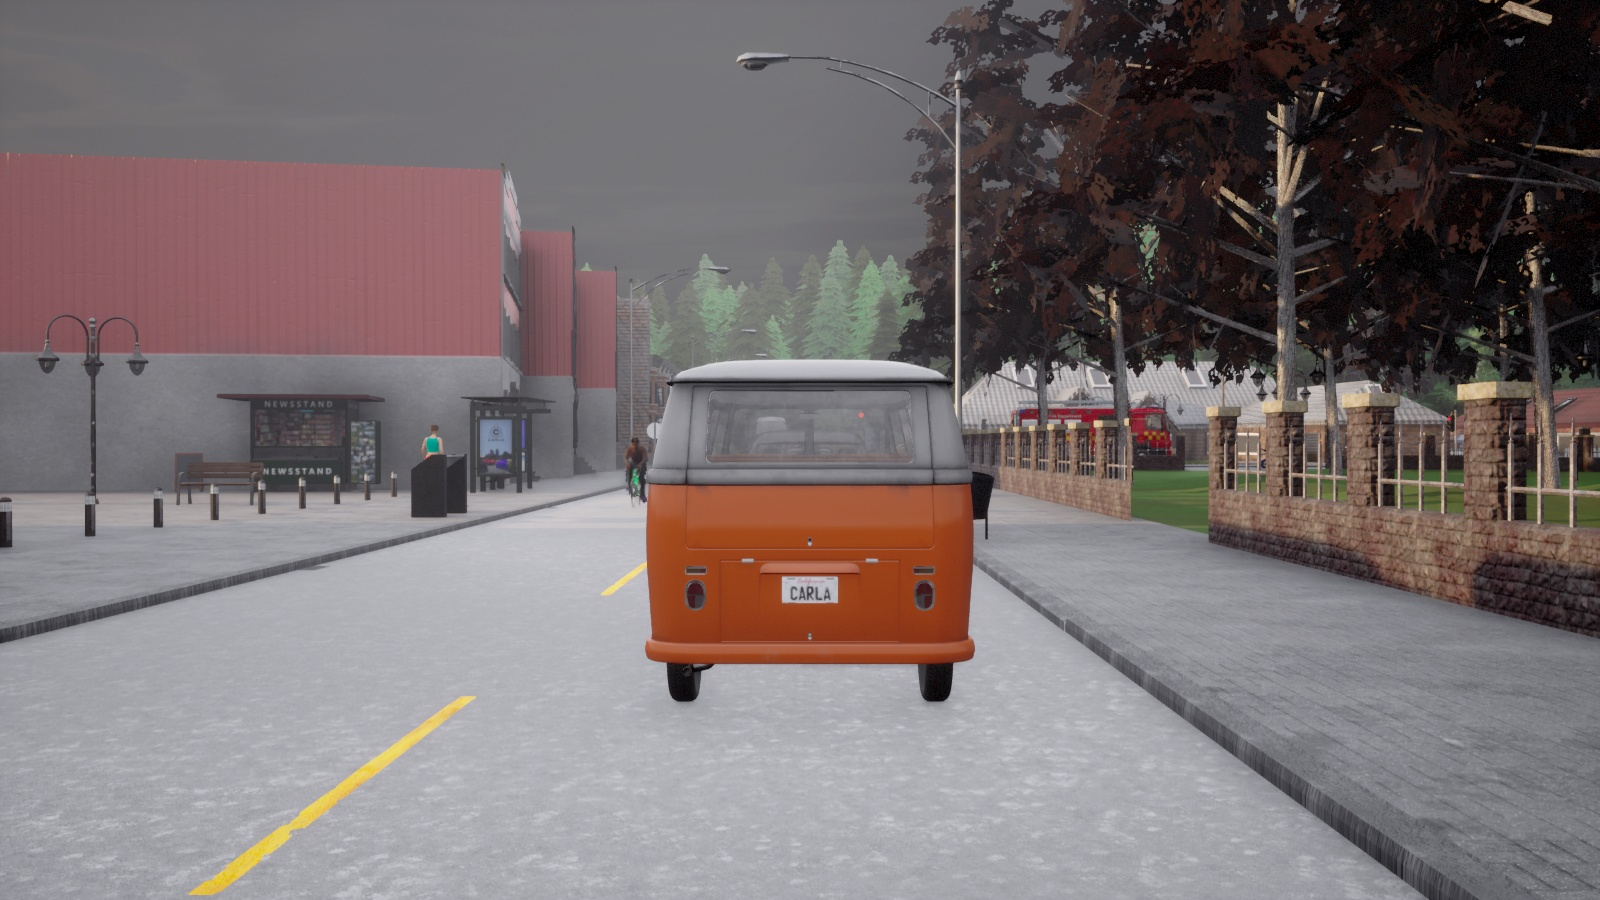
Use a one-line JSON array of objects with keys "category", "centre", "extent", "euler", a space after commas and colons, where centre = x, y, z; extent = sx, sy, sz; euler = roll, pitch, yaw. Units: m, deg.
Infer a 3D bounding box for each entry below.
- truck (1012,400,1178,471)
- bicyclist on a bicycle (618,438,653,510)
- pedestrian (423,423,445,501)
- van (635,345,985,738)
[{"category": "truck", "centre": [16.223, -0.797, 69.380], "extent": [8.468, 3.827, 2.891], "euler": [0, 0, -1]}, {"category": "bicyclist on a bicycle", "centre": [-3.795, 0.533, 28.988], "extent": [0.582, 1.620, 1.656], "euler": [0, 1, 0]}, {"category": "pedestrian", "centre": [-8.668, 0.276, 29.731], "extent": [0.345, 1.836, 0.594], "euler": [0, 0, -1]}, {"category": "van", "centre": [0.064, 0.451, 8.585], "extent": [1.775, 1.987, 4.442], "euler": [0, 0, 0]}]
